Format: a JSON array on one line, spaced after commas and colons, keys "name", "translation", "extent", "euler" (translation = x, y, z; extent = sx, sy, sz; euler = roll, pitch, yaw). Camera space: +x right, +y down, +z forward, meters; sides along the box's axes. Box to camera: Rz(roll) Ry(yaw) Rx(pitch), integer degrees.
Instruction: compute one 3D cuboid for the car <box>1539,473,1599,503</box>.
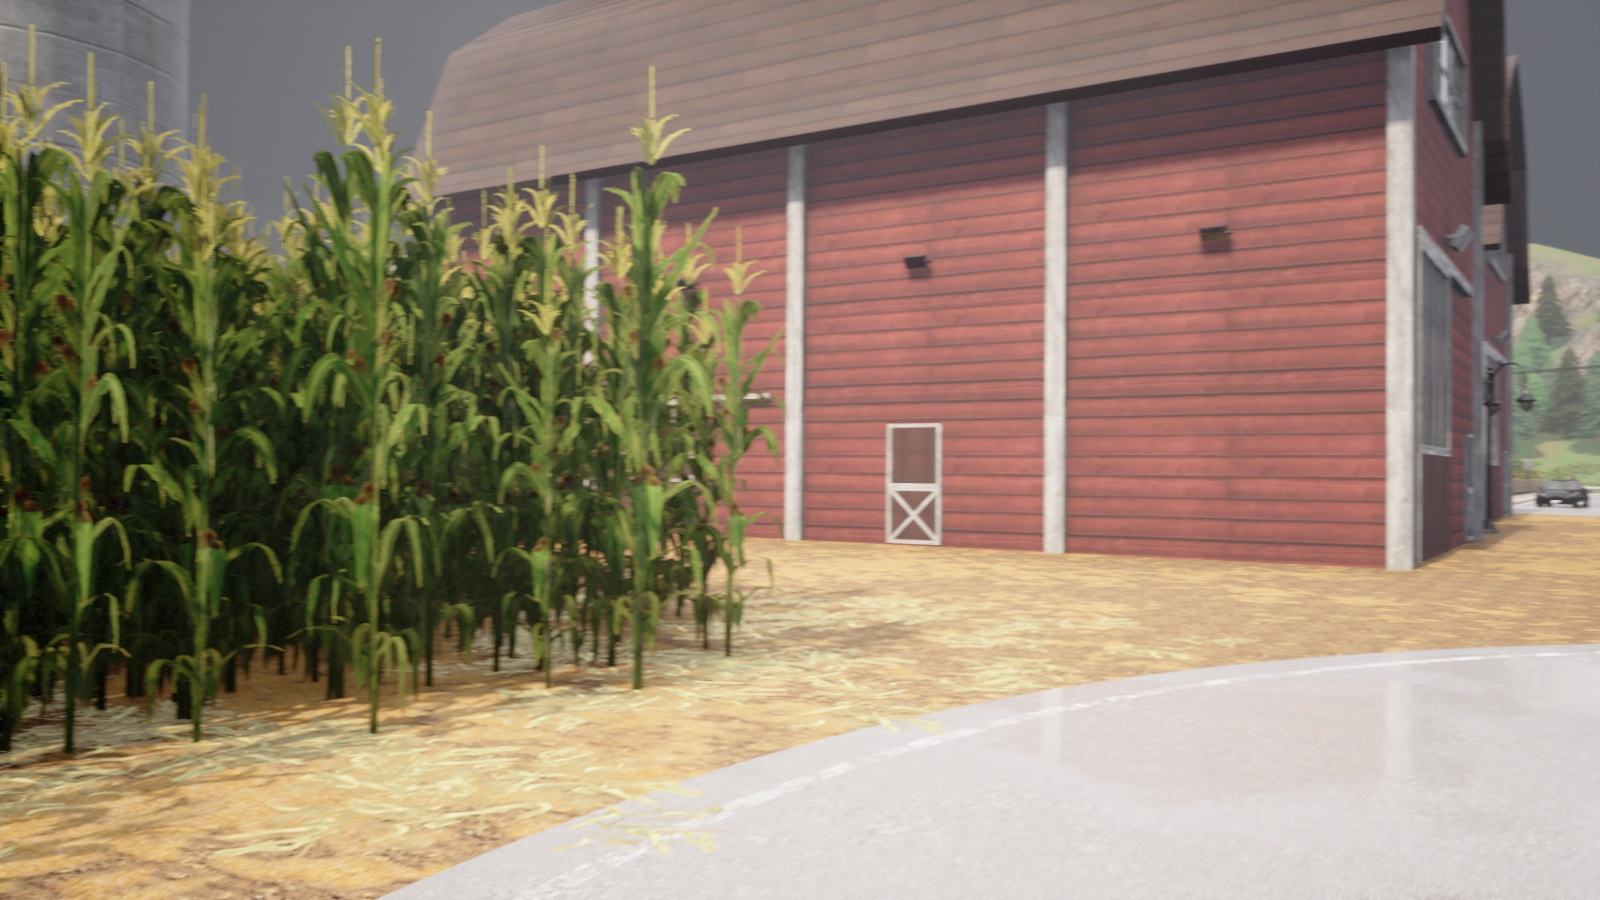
[{"name": "car", "translation": [40.408, 1.960, 65.810], "extent": [2.163, 1.488, 4.792], "euler": [-1, -1, 39]}]
